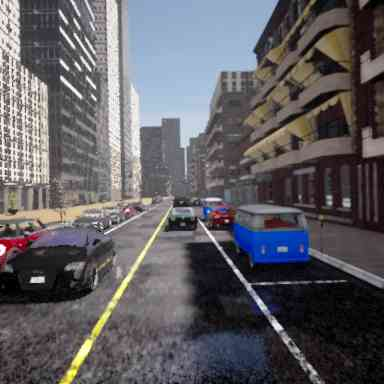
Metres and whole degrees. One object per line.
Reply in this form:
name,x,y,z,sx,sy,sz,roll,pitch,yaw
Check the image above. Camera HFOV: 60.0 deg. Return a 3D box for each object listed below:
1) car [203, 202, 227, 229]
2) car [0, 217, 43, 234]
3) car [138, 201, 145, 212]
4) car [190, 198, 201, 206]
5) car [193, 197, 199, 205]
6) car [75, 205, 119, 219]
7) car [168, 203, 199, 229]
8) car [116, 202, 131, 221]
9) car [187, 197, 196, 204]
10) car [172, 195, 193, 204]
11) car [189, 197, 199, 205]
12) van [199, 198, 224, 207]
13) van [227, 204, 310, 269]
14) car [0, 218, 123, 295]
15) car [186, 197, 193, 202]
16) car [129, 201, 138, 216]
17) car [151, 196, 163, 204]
car,1.989,1.596,21.941,1.887,1.381,4.507,-1,0,-2
car,-5.980,1.614,10.596,1.967,1.590,4.097,-1,0,-2
car,-7.196,1.918,43.709,1.947,1.339,4.313,-1,0,-2
car,0.561,1.795,60.744,1.752,1.417,4.829,-1,0,-2
car,0.771,1.801,55.056,1.947,1.339,4.313,-1,0,-2
car,-6.384,1.783,21.632,2.008,1.369,4.403,-1,0,-2
car,-0.634,1.712,22.646,1.895,1.301,4.718,-1,0,-2
car,-6.587,1.813,27.152,2.008,1.369,4.403,-1,0,-2
car,-0.042,1.918,77.133,1.887,1.381,4.507,-1,0,-2
car,-1.381,1.444,42.985,2.150,2.045,5.566,-1,0,-2
car,0.357,1.830,66.264,1.752,1.417,4.829,-1,0,-2
van,1.781,1.422,27.461,1.690,1.788,3.998,-1,0,-2
van,2.391,1.334,10.905,1.690,1.788,3.998,-1,0,-2
car,-3.322,1.673,8.999,1.994,1.385,4.181,-1,0,-2
car,-0.652,2.027,93.689,1.887,1.381,4.507,-2,0,-2
car,-6.793,1.732,32.672,1.967,1.590,4.097,-1,0,-2
car,-8.414,2.121,76.824,1.947,1.339,4.313,-1,0,-2
